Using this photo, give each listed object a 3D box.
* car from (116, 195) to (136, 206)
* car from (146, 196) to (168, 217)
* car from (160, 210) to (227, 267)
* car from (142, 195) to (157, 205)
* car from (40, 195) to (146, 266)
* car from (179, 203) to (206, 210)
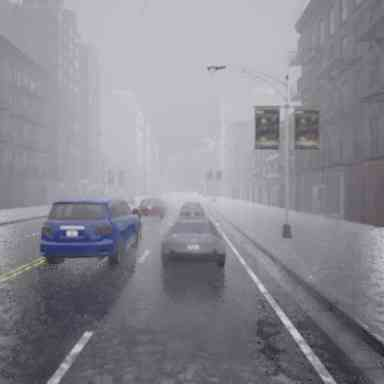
[{"bbox_3d":[-9.858,1.276,50.149,2.128,1.511,4.902,0,0,0],"label":"car"},{"bbox_3d":[-3.198,1.255,27.486,2.097,1.767,4.553,0,0,0],"label":"car"},{"bbox_3d":[0.056,1.526,11.348,1.994,1.385,4.181,0,0,0],"label":"car"},{"bbox_3d":[-6.596,1.299,52.291,1.812,1.442,4.674,0,0,0],"label":"car"},{"bbox_3d":[-3.194,1.186,11.585,2.150,2.045,5.566,0,0,0],"label":"car"},{"bbox_3d":[0.028,1.468,24.091,2.033,1.411,5.357,0,0,0],"label":"car"}]
